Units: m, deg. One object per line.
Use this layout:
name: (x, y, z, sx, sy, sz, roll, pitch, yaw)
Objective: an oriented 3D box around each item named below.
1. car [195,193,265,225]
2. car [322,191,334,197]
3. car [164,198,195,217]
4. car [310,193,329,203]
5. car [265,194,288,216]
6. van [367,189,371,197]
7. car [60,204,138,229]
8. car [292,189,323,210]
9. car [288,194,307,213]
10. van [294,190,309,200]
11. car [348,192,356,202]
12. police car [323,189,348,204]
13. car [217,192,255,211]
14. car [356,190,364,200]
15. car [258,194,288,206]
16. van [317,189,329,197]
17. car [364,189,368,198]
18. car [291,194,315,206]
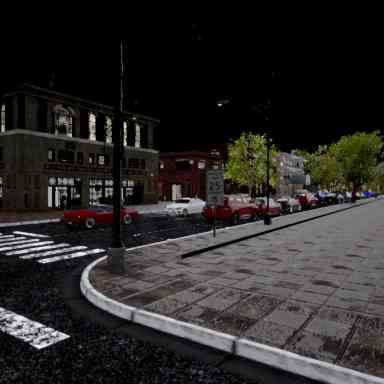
car: (2.684, 1.093, 22.153, 2.192, 1.841, 5.009, 1, 1, 34)
car: (33.450, 0.437, 81.704, 2.008, 1.369, 4.403, 1, 2, 34)
car: (-0.385, 1.216, 27.933, 1.812, 1.442, 4.674, 1, 1, 35)
car: (20.012, 0.861, 52.129, 1.812, 1.442, 4.674, 1, 1, 35)
car: (5.823, 1.152, 26.723, 1.967, 1.590, 4.097, 1, 2, 34)
van: (40.366, 0.302, 76.964, 1.690, 1.788, 3.998, 1, 2, 34)
car: (-5.567, 1.401, 20.390, 1.895, 1.301, 4.718, 1, 1, 34)
car: (12.105, 0.893, 35.856, 2.192, 1.841, 5.009, 1, 2, 34)
car: (8.962, 1.195, 31.294, 2.008, 1.369, 4.403, 1, 2, 34)
van: (20.892, 0.504, 63.430, 1.690, 1.788, 3.998, 1, 2, 34)
car: (23.722, 0.690, 52.029, 2.097, 1.767, 4.553, 1, 1, 35)
police car: (19.853, 0.847, 46.365, 1.930, 1.638, 5.238, 1, 1, 35)
car: (4.745, 0.933, 35.378, 2.097, 1.767, 4.553, 1, 1, 35)
car: (30.943, 0.751, 63.266, 1.802, 1.307, 4.206, 1, 2, 34)
car: (10.781, 1.000, 44.106, 2.033, 1.411, 5.357, 1, 1, 35)
van: (30.312, 0.297, 77.131, 1.690, 1.788, 3.998, 1, 2, 34)
car: (34.180, 0.623, 67.972, 1.752, 1.417, 4.829, 1, 2, 34)
car: (15.003, 0.971, 44.743, 1.812, 1.442, 4.674, 1, 1, 35)
